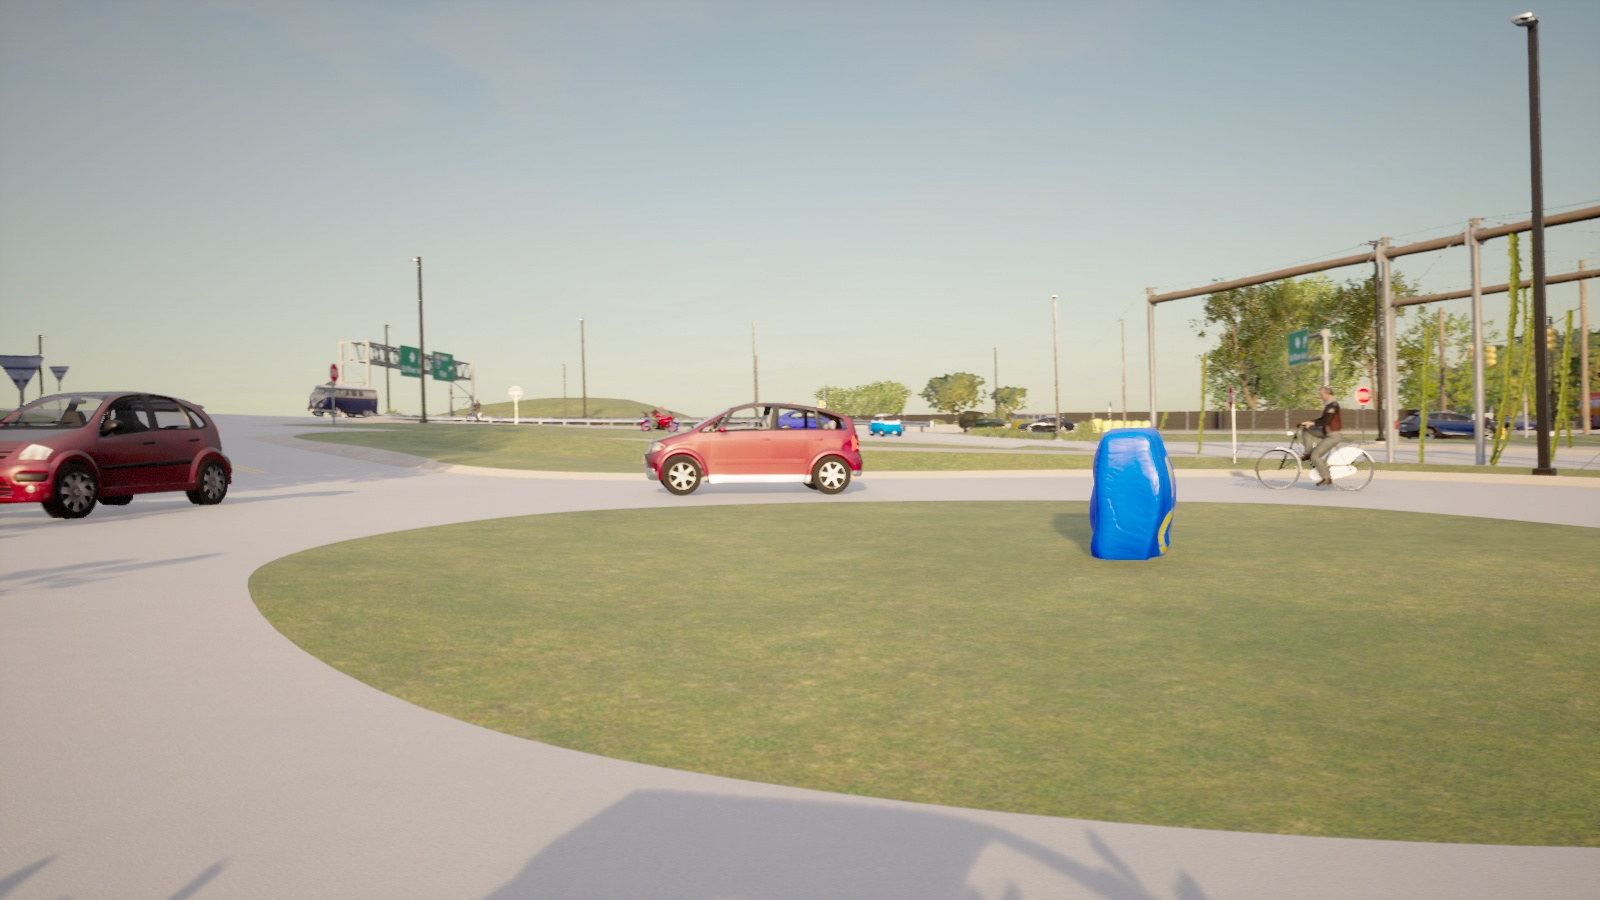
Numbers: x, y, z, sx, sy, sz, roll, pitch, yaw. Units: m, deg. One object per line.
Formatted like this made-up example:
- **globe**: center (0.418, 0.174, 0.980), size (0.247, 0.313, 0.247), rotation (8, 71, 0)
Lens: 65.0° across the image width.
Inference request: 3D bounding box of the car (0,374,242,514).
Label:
- **car**: center (-9.406, -0.101, 16.575), size (1.851, 1.617, 3.988), rotation (0, 1, 9)

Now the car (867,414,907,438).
- **car**: center (5.312, -1.498, 76.739), size (1.481, 1.376, 2.207), rotation (-1, 3, -29)

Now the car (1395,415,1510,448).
- **car**: center (33.794, -0.954, 65.138), size (4.856, 1.649, 2.033), rotation (1, 0, 5)

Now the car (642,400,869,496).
- **car**: center (-0.826, -0.041, 21.579), size (3.705, 1.549, 1.789), rotation (0, 1, -9)

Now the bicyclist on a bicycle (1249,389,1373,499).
- **bicyclist on a bicycle**: center (8.546, -0.121, 21.087), size (1.843, 1.776, 0.659), rotation (1, 2, 17)

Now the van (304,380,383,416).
- **van**: center (-28.134, -3.191, 77.548), size (1.775, 1.987, 4.442), rotation (4, 1, 30)

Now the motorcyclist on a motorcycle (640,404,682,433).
- **motorcyclist on a motorcycle**: center (-7.836, -1.799, 70.910), size (2.191, 1.530, 0.866), rotation (3, 1, 6)
